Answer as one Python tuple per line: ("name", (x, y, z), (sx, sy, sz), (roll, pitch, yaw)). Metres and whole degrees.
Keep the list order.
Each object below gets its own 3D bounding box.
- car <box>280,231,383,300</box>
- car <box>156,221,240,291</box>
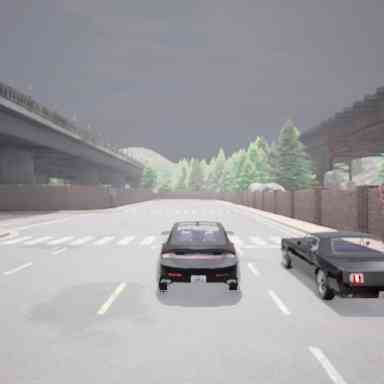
("car", (3.654, 1.637, 8.396), (1.895, 1.301, 4.718), (0, 0, 1))
("car", (0.159, 1.532, 9.080), (2.128, 1.511, 4.902), (0, 0, 1))
